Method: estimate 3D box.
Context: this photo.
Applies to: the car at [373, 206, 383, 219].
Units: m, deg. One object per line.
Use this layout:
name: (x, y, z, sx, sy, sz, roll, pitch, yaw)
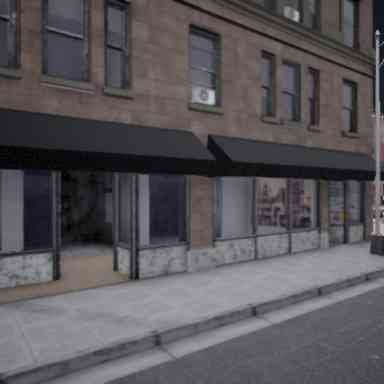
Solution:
car: (12.481, 1.286, 26.165, 1.882, 1.535, 5.008, 0, 1, -36)
